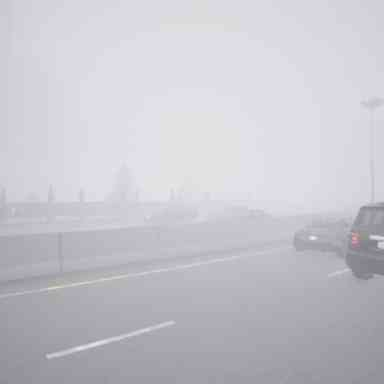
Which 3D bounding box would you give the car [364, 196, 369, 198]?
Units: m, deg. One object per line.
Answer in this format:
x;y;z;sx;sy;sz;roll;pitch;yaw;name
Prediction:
45.074;2.319;82.094;1.837;1.490;4.892;0;-1;2;car

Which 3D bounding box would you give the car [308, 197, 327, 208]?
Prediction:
23.418;2.000;62.333;2.097;1.767;4.553;0;-1;17;car

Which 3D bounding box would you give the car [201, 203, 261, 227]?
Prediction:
3.142;1.703;25.938;2.128;1.511;4.902;0;-1;42;car

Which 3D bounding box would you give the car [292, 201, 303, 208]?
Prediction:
19.885;2.263;62.670;1.895;1.301;4.718;0;-1;17;car

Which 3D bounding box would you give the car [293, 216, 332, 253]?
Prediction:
5.908;1.670;13.572;4.181;1.385;1.994;0;-1;-43;car

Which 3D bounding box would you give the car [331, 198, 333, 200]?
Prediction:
25.240;2.069;56.431;2.128;1.511;4.902;0;-1;20;car

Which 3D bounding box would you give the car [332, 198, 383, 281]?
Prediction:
6.268;1.292;9.090;5.566;2.045;2.150;1;-1;-41;car

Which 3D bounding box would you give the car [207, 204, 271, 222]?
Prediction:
3.132;1.656;20.878;2.128;1.511;4.902;0;-1;45;car

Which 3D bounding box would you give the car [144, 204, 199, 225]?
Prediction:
-1.534;1.695;26.068;2.128;1.511;4.902;0;-1;44;car
